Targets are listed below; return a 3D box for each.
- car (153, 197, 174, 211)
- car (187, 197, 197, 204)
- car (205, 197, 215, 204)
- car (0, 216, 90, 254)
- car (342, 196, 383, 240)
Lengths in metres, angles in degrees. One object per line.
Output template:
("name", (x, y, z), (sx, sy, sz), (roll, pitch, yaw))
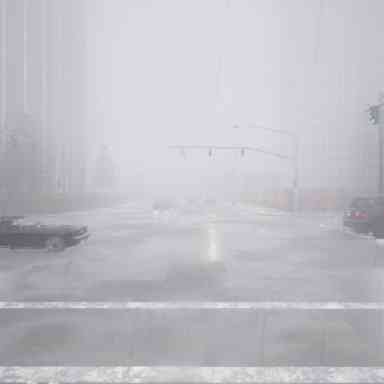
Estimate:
("car", (-3.587, 1.564, 40.774), (1.994, 1.385, 4.181), (0, 0, 0))
("car", (0.019, 1.564, 64.973), (1.994, 1.385, 4.181), (0, 0, 0))
("car", (3.519, 1.601, 65.002), (1.895, 1.301, 4.718), (0, 0, 0))
("car", (-6.507, 1.601, 12.950), (4.718, 1.301, 1.895), (0, 0, -1))
("car", (10.503, 1.221, 16.678), (5.566, 2.045, 2.150), (0, 0, 0))
